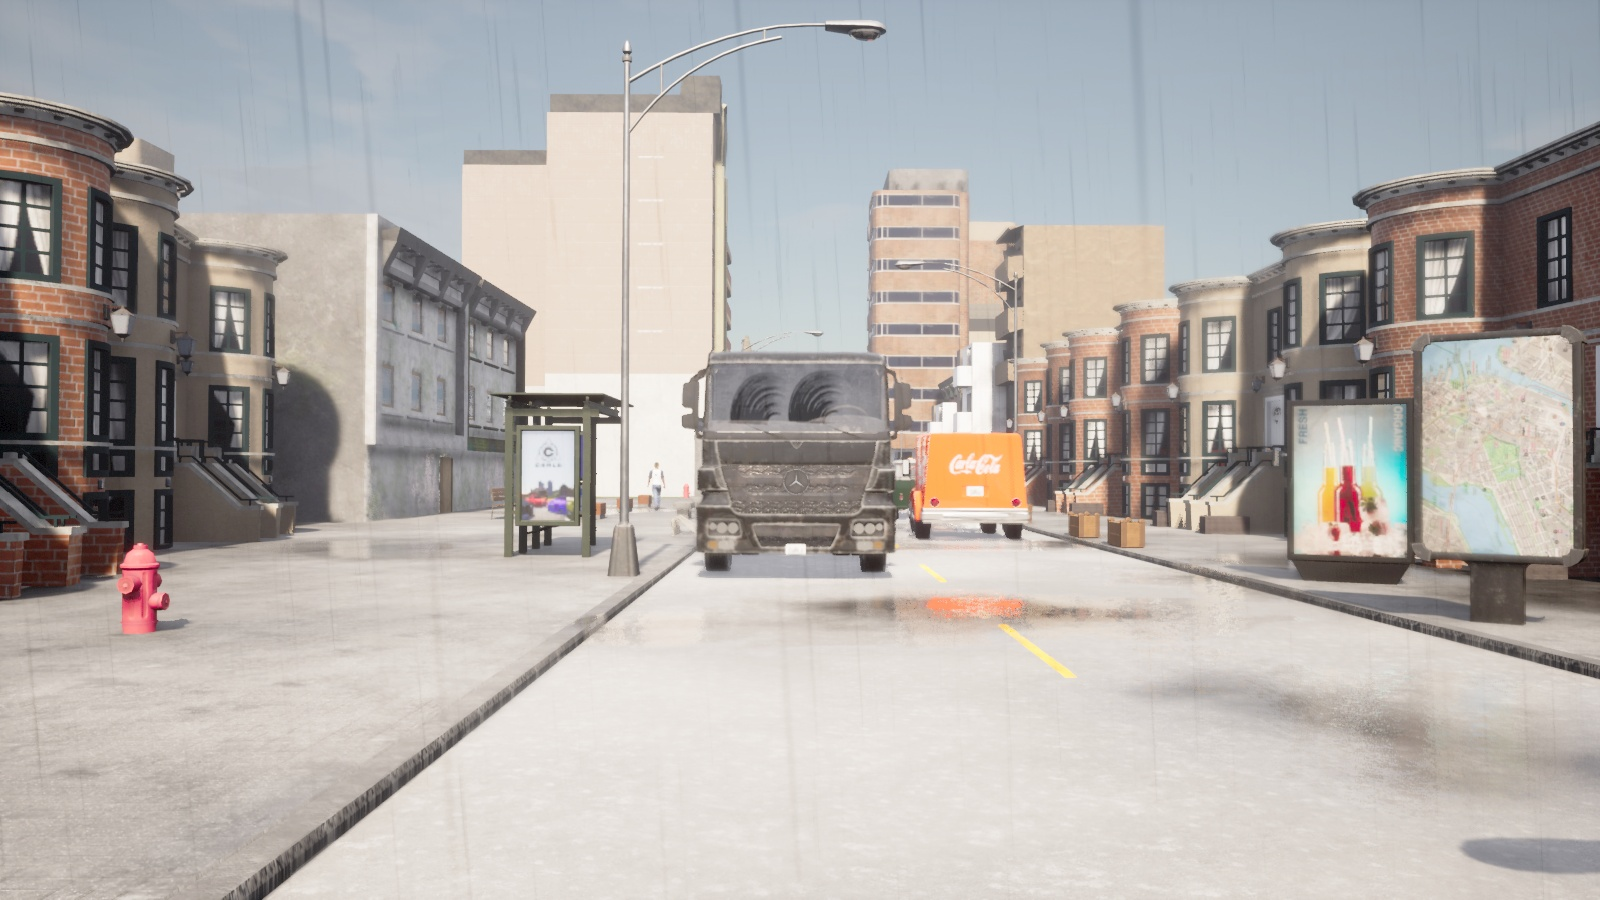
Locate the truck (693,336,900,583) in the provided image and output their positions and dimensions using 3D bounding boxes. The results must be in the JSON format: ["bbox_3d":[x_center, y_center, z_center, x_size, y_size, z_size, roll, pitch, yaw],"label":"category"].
[{"bbox_3d":[-0.060,0.195,21.592,2.891,3.462,7.936,0,-1,0],"label":"truck"}]

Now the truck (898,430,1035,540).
[{"bbox_3d":[3.919,0.826,30.685,2.627,2.467,5.204,0,-1,0],"label":"truck"}]

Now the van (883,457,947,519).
[{"bbox_3d":[3.888,1.272,43.017,1.775,1.987,4.442,0,-1,0],"label":"van"}]

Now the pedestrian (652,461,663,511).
[{"bbox_3d":[-5.244,1.319,46.195,0.354,1.836,0.706,0,-1,-3],"label":"pedestrian"}]
